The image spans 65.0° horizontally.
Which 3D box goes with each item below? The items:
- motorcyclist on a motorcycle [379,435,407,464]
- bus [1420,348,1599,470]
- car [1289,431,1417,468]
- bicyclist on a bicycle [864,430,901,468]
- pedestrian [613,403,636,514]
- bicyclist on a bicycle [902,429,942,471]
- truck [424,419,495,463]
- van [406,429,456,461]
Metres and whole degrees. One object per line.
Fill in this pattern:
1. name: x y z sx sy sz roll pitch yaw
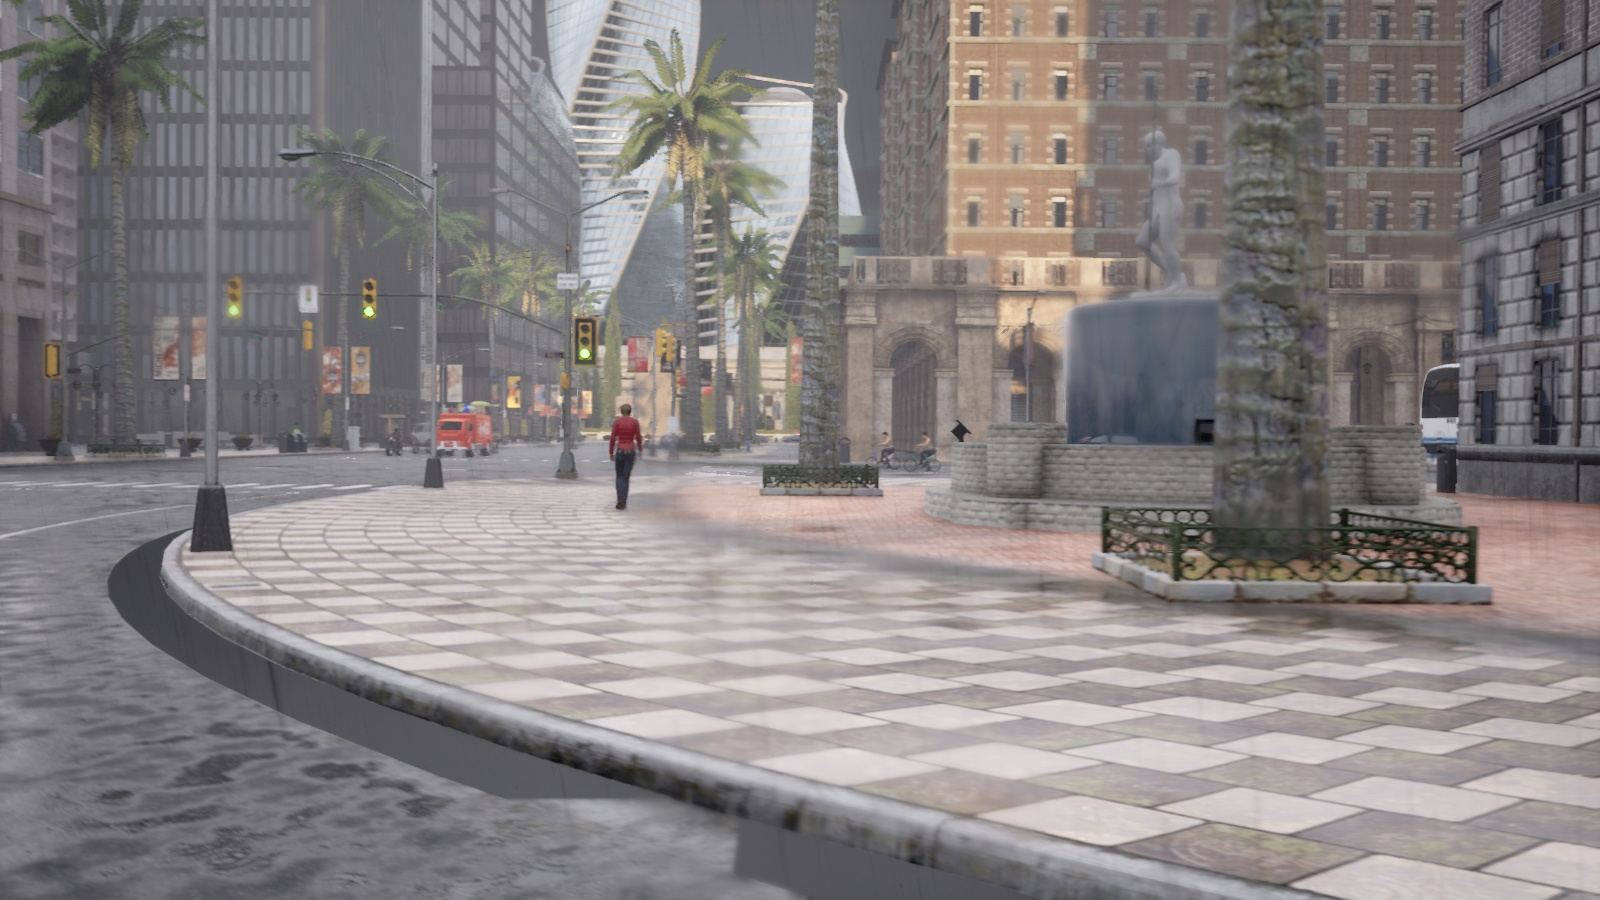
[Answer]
1. motorcyclist on a motorcycle: -23.326 -0.040 72.037 0.766 1.649 2.350 0 1 1
2. bus: 28.883 -1.478 46.102 10.273 4.253 3.944 0 1 0
3. car: 21.823 -0.023 49.682 4.181 1.385 1.994 0 1 0
4. bicyclist on a bicycle: 3.504 -0.041 53.245 1.509 1.612 0.866 0 1 1
5. pedestrian: -2.989 0.141 21.366 0.331 1.846 0.636 -1 1 -10
6. bicyclist on a bicycle: 4.847 -0.009 49.823 1.509 1.612 0.866 0 1 1
7. truck: -19.827 -0.524 73.367 2.627 2.467 5.204 0 1 1
8. van: -23.249 -0.334 79.351 1.775 1.987 4.442 0 1 1
